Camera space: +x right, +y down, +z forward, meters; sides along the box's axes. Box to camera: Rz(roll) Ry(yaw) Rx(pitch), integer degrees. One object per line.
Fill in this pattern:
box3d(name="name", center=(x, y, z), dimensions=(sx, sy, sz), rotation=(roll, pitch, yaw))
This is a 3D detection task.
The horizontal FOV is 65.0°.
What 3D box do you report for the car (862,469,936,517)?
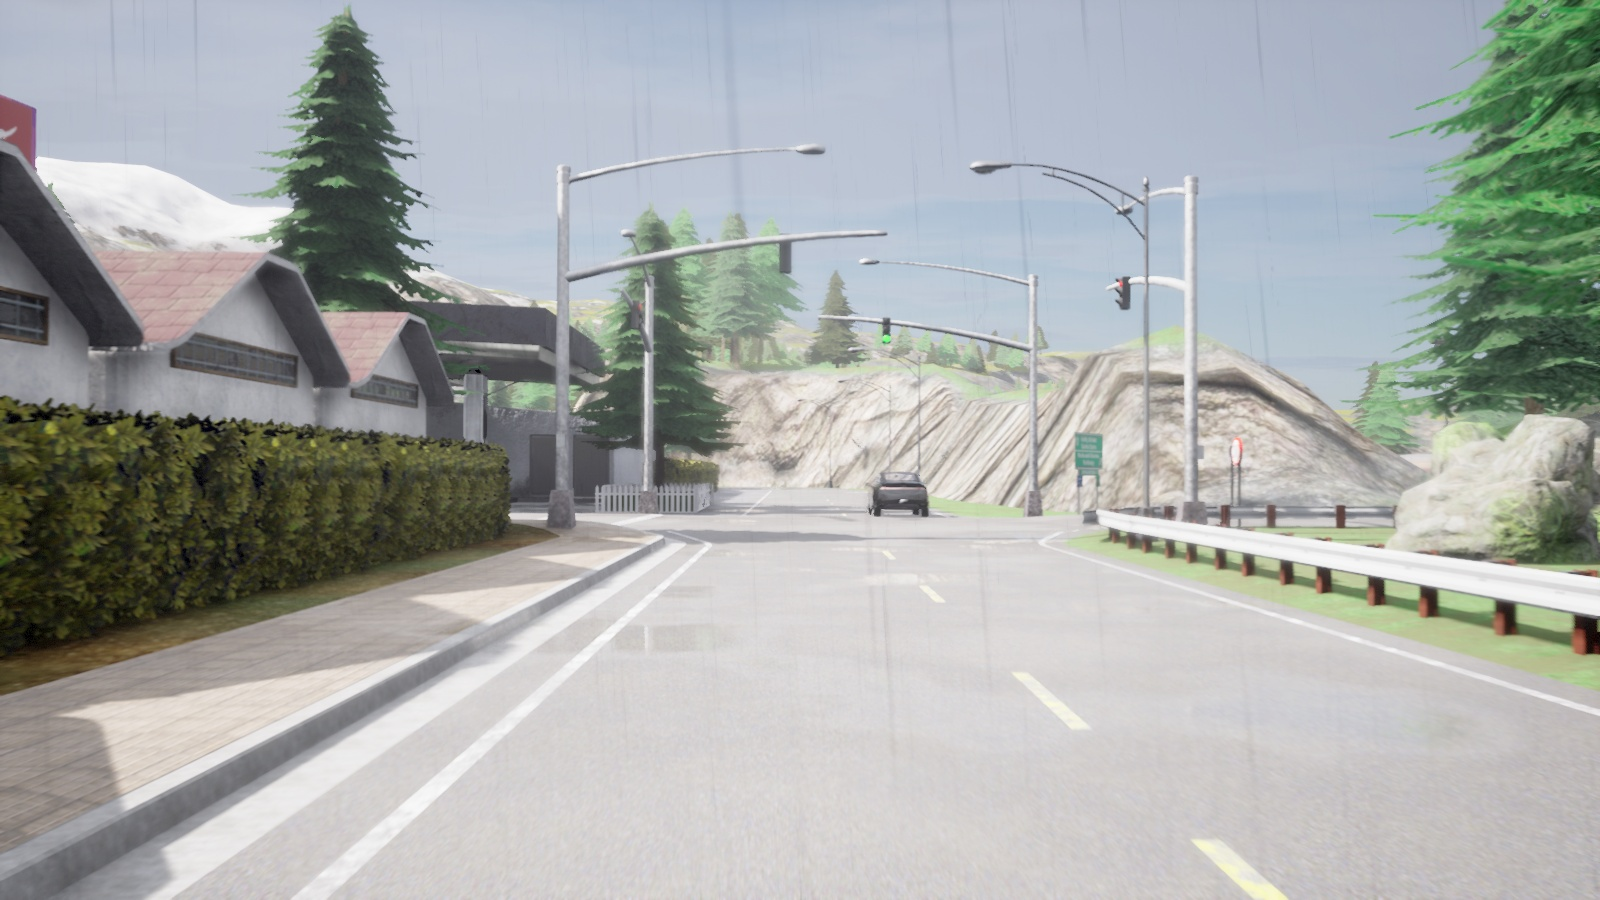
box3d(name="car", center=(3.309, 1.438, 42.912), dimensions=(2.128, 1.511, 4.902), rotation=(0, -1, 0))
